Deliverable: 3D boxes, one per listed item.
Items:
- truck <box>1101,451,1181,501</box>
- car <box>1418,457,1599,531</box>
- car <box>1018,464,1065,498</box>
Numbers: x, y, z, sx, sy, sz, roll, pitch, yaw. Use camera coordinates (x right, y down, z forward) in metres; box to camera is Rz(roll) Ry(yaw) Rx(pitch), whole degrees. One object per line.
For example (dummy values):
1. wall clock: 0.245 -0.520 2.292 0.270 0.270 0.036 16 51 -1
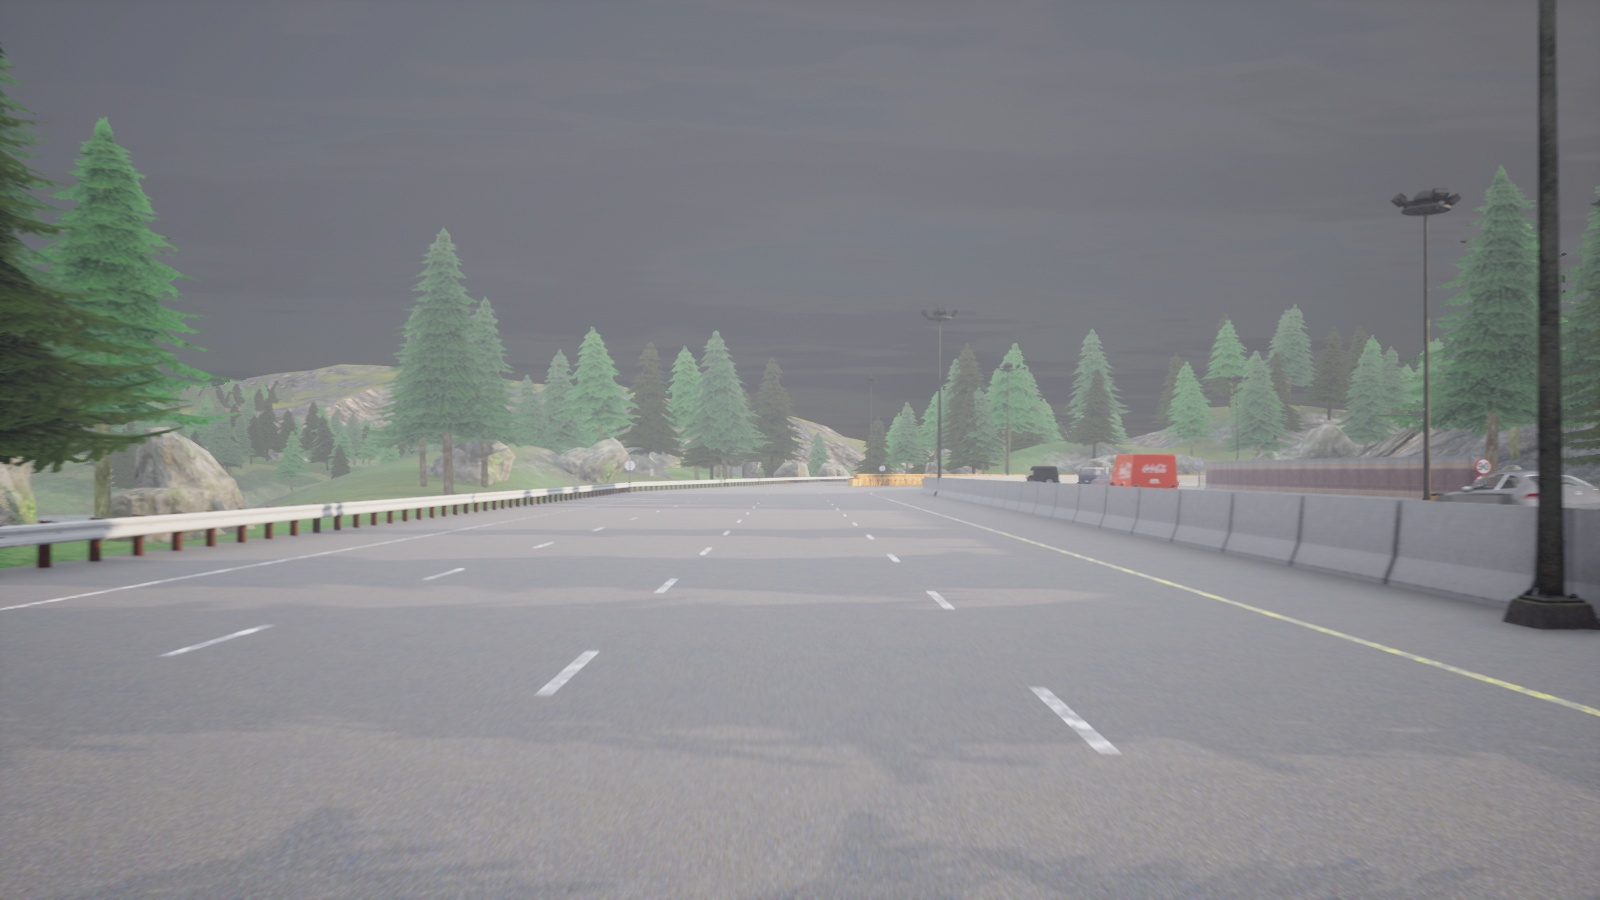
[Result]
1. truck: 17.255 1.321 63.861 2.627 2.467 5.204 0 -1 0
2. car: 17.424 1.036 30.684 2.152 1.651 5.027 0 -1 0
3. car: 13.717 1.751 71.618 1.905 1.878 3.866 0 -1 0
